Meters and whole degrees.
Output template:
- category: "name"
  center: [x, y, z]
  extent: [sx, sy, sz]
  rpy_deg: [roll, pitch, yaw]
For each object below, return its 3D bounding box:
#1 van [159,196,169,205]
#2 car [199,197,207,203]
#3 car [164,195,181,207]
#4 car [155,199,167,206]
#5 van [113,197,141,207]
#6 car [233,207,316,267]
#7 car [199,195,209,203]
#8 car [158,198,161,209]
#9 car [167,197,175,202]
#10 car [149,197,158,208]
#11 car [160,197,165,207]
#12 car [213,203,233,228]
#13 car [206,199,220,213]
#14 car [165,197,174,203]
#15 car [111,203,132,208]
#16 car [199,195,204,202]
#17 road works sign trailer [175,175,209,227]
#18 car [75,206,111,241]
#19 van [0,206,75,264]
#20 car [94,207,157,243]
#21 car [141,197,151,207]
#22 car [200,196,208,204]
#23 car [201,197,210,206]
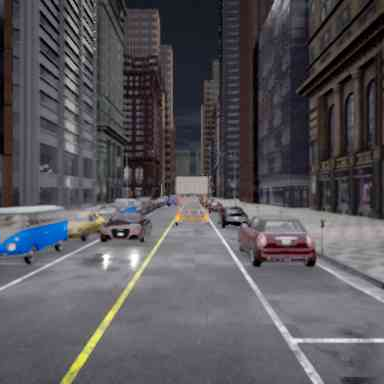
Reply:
- category: "van"
  center: [-5.737, 1.698, 68.030]
  extent: [1.690, 1.788, 3.998]
  rpy_deg: [0, 0, 0]
- category: "car"
  center: [2.797, 2.024, 84.937]
  extent: [1.947, 1.339, 4.313]
  rpy_deg: [0, 0, 0]
- category: "car"
  center: [-3.033, 1.513, 56.599]
  extent: [2.150, 2.045, 5.566]
  rpy_deg: [0, 0, 1]
- category: "car"
  center: [-5.738, 1.907, 62.393]
  extent: [1.802, 1.307, 4.206]
  rpy_deg: [0, 0, 0]
- category: "van"
  center: [-5.754, 1.485, 28.574]
  extent: [1.690, 1.788, 3.998]
  rpy_deg: [0, 0, 0]
- category: "car"
  center: [2.764, 1.497, 11.667]
  extent: [1.967, 1.590, 4.097]
  rpy_deg: [0, 0, 0]
- category: "car"
  center: [2.793, 1.739, 79.303]
  extent: [2.192, 1.841, 5.009]
  rpy_deg: [0, 0, 0]
- category: "car"
  center: [-5.745, 1.798, 45.483]
  extent: [1.947, 1.339, 4.313]
  rpy_deg: [0, 0, 0]
- category: "car"
  center: [-5.726, 2.061, 90.575]
  extent: [1.947, 1.339, 4.313]
  rpy_deg: [0, 0, 0]
- category: "car"
  center: [-5.749, 1.518, 39.848]
  extent: [2.192, 1.841, 5.009]
  rpy_deg: [0, 0, 0]
- category: "car"
  center: [-5.743, 1.828, 51.119]
  extent: [1.947, 1.339, 4.313]
  rpy_deg: [0, 0, 0]
- category: "car"
  center: [2.769, 1.680, 22.939]
  extent: [1.947, 1.339, 4.313]
  rpy_deg: [0, 0, 0]
- category: "car"
  center: [2.777, 1.784, 39.848]
  extent: [1.802, 1.307, 4.206]
  rpy_deg: [0, 0, 0]
- category: "car"
  center: [-5.728, 2.025, 84.938]
  extent: [1.947, 1.339, 4.313]
  rpy_deg: [0, 0, 0]
- category: "car"
  center: [-5.756, 1.665, 22.936]
  extent: [2.008, 1.369, 4.403]
  rpy_deg: [0, 0, 0]
- category: "car"
  center: [2.786, 1.764, 62.394]
  extent: [1.967, 1.590, 4.097]
  rpy_deg: [0, 0, 0]
- category: "road works sign trailer"
  center: [0.009, 0.581, 23.554]
  extent: [2.380, 3.560, 2.880]
  rpy_deg: [0, 0, 0]
- category: "car"
  center: [-5.758, 1.610, 17.131]
  extent: [1.752, 1.417, 4.829]
  rpy_deg: [0, 0, 0]
- category: "van"
  center: [-5.761, 1.399, 11.665]
  extent: [1.690, 1.788, 3.998]
  rpy_deg: [0, 0, 0]
- category: "car"
  center: [-3.093, 1.645, 16.359]
  extent: [1.994, 1.385, 4.181]
  rpy_deg: [0, 0, 0]
- category: "car"
  center: [-5.751, 1.613, 34.210]
  extent: [1.967, 1.590, 4.097]
  rpy_deg: [0, 0, 0]
- category: "car"
  center: [2.784, 1.875, 56.758]
  extent: [1.802, 1.307, 4.206]
  rpy_deg: [0, 0, 0]
- category: "car"
  center: [2.782, 1.844, 51.121]
  extent: [1.802, 1.307, 4.206]
  rpy_deg: [0, 0, 0]
